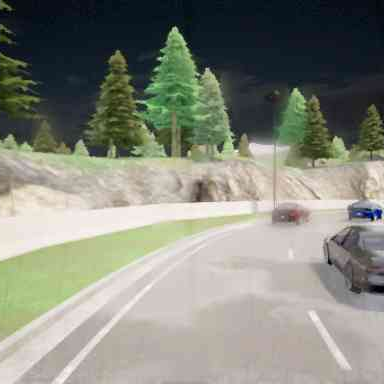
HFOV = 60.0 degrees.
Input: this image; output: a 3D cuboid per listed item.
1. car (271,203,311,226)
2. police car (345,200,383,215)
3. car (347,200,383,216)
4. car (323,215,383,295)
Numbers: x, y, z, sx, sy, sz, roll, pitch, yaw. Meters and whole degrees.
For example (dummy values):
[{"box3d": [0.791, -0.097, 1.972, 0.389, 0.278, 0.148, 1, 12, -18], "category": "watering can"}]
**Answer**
[{"box3d": [7.353, 1.548, 24.433, 1.882, 1.535, 5.008, 0, 0, 31], "category": "car"}, {"box3d": [19.760, 1.687, 38.006, 4.974, 1.542, 2.038, 1, 0, -38], "category": "police car"}, {"box3d": [14.840, 1.614, 28.316, 1.882, 1.535, 5.008, 0, 0, 40], "category": "car"}, {"box3d": [4.771, 1.591, 8.732, 2.033, 1.411, 5.357, 0, 0, 13], "category": "car"}]
